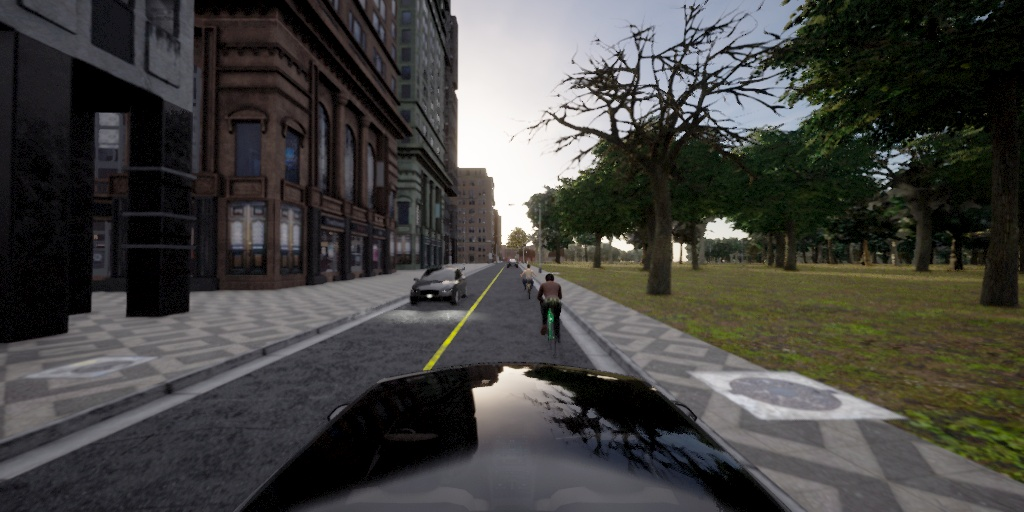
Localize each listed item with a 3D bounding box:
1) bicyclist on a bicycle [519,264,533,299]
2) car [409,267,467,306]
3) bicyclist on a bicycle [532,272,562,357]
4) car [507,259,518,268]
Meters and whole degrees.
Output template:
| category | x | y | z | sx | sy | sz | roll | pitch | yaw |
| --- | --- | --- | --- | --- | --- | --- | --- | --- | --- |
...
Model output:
| category | x | y | z | sx | sy | sz | roll | pitch | yaw |
| --- | --- | --- | --- | --- | --- | --- | --- | --- | --- |
| bicyclist on a bicycle | 0.788 | 1.197 | 17.180 | 0.866 | 1.612 | 1.509 | 0 | 0 | 1 |
| car | -3.100 | 1.263 | 15.897 | 1.837 | 1.490 | 4.892 | 0 | 0 | 0 |
| bicyclist on a bicycle | 0.825 | 1.206 | 7.658 | 0.582 | 1.620 | 1.656 | 0 | 0 | 0 |
| car | 0.106 | 1.389 | 64.695 | 1.812 | 1.442 | 4.674 | 0 | 0 | -1 |
